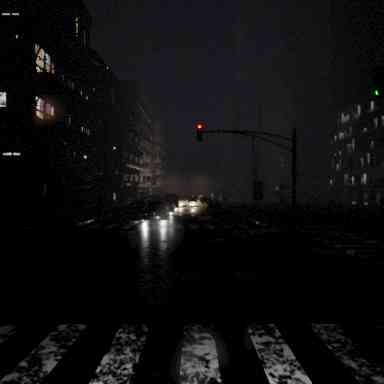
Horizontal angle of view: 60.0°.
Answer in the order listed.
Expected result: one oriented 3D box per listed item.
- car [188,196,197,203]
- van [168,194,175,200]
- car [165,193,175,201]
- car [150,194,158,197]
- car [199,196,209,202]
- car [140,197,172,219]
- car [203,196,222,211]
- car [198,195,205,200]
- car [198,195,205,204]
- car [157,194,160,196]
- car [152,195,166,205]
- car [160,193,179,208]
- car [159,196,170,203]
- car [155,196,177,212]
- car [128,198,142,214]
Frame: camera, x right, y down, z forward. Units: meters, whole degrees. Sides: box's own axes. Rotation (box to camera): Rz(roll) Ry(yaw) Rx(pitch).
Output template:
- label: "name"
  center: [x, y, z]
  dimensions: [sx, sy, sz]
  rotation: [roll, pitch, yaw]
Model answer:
- label: "car"
  center: [0.134, 1.538, 69.761]
  dimensions: [2.033, 1.411, 5.357]
  rotation: [0, 0, 0]
- label: "van"
  center: [-5.663, 1.336, 91.827]
  dimensions: [1.690, 1.788, 3.998]
  rotation: [-1, 0, 0]
- label: "car"
  center: [-5.666, 1.308, 86.180]
  dimensions: [2.192, 1.841, 5.009]
  rotation: [-1, 0, 0]
- label: "car"
  center: [-5.684, 1.429, 40.988]
  dimensions: [1.967, 1.590, 4.097]
  rotation: [-1, 0, 0]
- label: "car"
  center: [2.680, 1.536, 74.936]
  dimensions: [1.887, 1.381, 4.507]
  rotation: [-1, 0, 0]
- label: "car"
  center: [-3.086, 1.496, 29.307]
  dimensions: [1.837, 1.490, 4.892]
  rotation: [0, 0, 0]
- label: "car"
  center: [2.664, 1.534, 41.042]
  dimensions: [1.887, 1.381, 4.507]
  rotation: [-1, 0, 0]
- label: "car"
  center: [2.687, 1.520, 92.053]
  dimensions: [1.752, 1.417, 4.829]
  rotation: [-1, 0, 0]
- label: "car"
  center: [2.675, 1.541, 63.637]
  dimensions: [2.008, 1.369, 4.403]
  rotation: [-1, 0, 0]
- label: "car"
  center: [-5.681, 1.304, 52.286]
  dimensions: [2.192, 1.841, 5.009]
  rotation: [-1, 0, 0]
- label: "car"
  center: [-5.677, 1.430, 57.934]
  dimensions: [1.967, 1.590, 4.097]
  rotation: [-1, 0, 0]
- label: "car"
  center: [-3.068, 1.210, 49.409]
  dimensions: [2.150, 2.045, 5.566]
  rotation: [0, 0, 0]
- label: "car"
  center: [-5.670, 1.572, 69.233]
  dimensions: [1.802, 1.307, 4.206]
  rotation: [-1, 0, 0]
- label: "car"
  center: [-3.078, 1.515, 39.062]
  dimensions: [1.812, 1.442, 4.674]
  rotation: [0, 0, 0]
- label: "car"
  center: [-5.685, 1.535, 35.339]
  dimensions: [1.887, 1.381, 4.507]
  rotation: [-1, 0, 0]
